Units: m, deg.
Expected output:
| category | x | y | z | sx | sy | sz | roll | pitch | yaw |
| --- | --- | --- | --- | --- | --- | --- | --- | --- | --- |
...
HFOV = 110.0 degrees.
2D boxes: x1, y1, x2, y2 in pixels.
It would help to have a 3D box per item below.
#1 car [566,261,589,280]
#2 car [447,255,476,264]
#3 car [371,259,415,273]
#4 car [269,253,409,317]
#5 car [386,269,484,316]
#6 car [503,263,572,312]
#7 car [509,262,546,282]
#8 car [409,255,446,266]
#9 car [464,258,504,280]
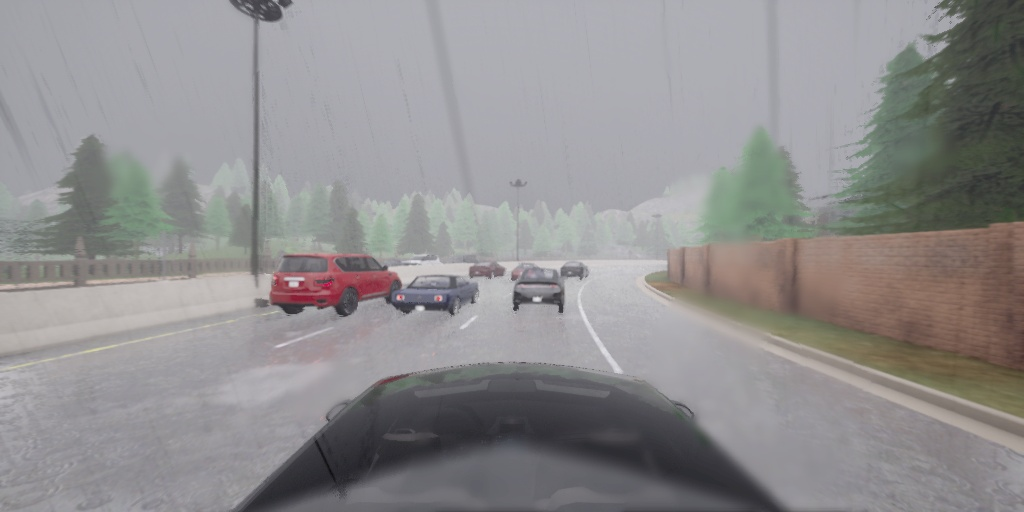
| category | x | y | z | sx | sy | sz | roll | pitch | yaw |
| --- | --- | --- | --- | --- | --- | --- | --- | --- | --- |
| car | 5.506 | 1.218 | 31.359 | 1.882 | 1.535 | 5.008 | 0 | 0 | 20 |
| car | -5.925 | 0.879 | 41.042 | 2.150 | 2.045 | 5.566 | 0 | 0 | 23 |
| car | -13.463 | 1.107 | 40.967 | 2.128 | 1.511 | 4.902 | 0 | 0 | 22 |
| car | -6.061 | 0.919 | 13.154 | 2.150 | 2.045 | 5.566 | 0 | 0 | 7 |
| car | -2.546 | 1.319 | 13.223 | 1.895 | 1.301 | 4.718 | 0 | 0 | 7 |
| car | 1.176 | 1.231 | 14.296 | 2.128 | 1.511 | 4.902 | 0 | 0 | 8 |
| car | 1.370 | 1.282 | 30.033 | 1.994 | 1.385 | 4.181 | 0 | 0 | 18 |
| car | -10.140 | 0.855 | 40.002 | 2.150 | 2.045 | 5.566 | 0 | 0 | 22 |
| car | -2.023 | 1.174 | 30.921 | 1.882 | 1.535 | 5.008 | 0 | 0 | 18 |
